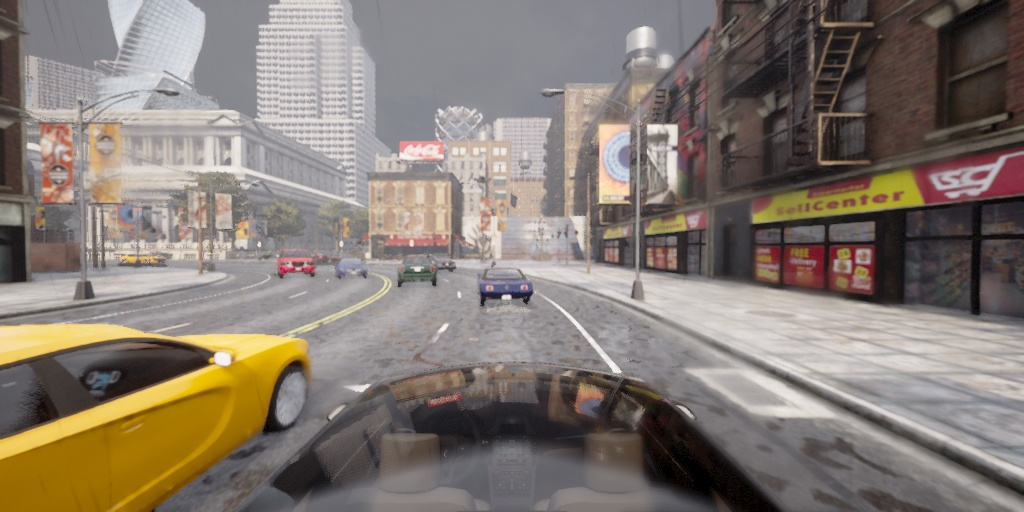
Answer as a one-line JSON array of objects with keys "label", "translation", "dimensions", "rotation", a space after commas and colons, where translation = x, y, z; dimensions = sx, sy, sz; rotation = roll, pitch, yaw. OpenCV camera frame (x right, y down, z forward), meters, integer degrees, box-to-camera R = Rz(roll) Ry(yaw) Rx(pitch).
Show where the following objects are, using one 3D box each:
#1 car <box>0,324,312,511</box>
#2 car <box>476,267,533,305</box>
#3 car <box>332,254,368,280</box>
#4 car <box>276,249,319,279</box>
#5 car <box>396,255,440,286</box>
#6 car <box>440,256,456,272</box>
[{"label": "car", "translation": [-3.400, 1.213, 2.417], "dimensions": [1.882, 1.535, 5.008], "rotation": [0, 1, 0]}, {"label": "car", "translation": [-0.469, 1.090, 14.534], "dimensions": [1.895, 1.301, 4.718], "rotation": [0, 1, -7]}, {"label": "car", "translation": [-11.413, 0.799, 25.379], "dimensions": [1.812, 1.442, 4.674], "rotation": [0, 1, -29]}, {"label": "car", "translation": [-15.815, 0.479, 26.207], "dimensions": [2.150, 2.045, 5.566], "rotation": [0, 1, -34]}, {"label": "car", "translation": [-5.668, 0.711, 21.132], "dimensions": [2.097, 1.767, 4.553], "rotation": [0, 1, -17]}, {"label": "car", "translation": [-6.745, 0.693, 31.715], "dimensions": [2.033, 1.411, 5.357], "rotation": [-1, 1, -33]}]
